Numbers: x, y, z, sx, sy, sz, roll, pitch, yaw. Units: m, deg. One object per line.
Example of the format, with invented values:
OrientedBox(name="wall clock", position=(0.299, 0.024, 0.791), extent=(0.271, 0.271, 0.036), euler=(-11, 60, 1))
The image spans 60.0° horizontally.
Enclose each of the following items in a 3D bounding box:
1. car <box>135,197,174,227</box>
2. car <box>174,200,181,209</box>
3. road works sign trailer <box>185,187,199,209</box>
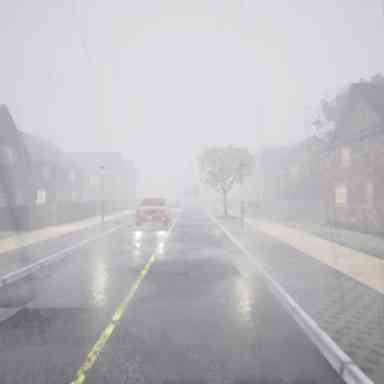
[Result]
OrientedBox(name="car", position=(-2.775, 1.387, 24.605), extent=(2.150, 2.045, 5.566), euler=(0, -1, 0))
OrientedBox(name="car", position=(-2.825, 2.046, 55.434), extent=(1.994, 1.385, 4.181), euler=(0, -1, 0))
OrientedBox(name="road works sign trailer", position=(-0.019, 0.953, 56.036), extent=(2.380, 3.560, 2.880), euler=(0, -1, 0))
